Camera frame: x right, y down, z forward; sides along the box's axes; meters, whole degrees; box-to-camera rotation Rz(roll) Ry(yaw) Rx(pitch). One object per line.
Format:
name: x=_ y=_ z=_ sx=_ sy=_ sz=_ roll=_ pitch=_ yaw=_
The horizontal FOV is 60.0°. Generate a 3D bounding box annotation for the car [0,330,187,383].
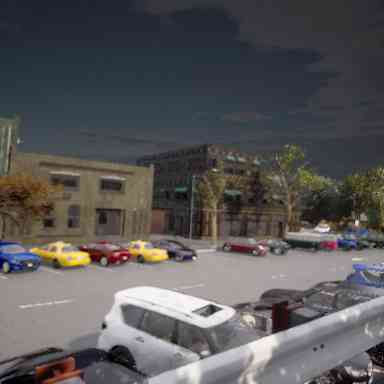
car: x=-2.327 y=3.876 z=6.337 sx=4.792 sy=1.488 sz=2.163 roll=2 pitch=-2 yaw=34

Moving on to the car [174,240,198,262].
car: x=-1.774 y=4.757 z=27.543 sx=4.792 sy=1.488 sz=2.163 roll=1 pitch=-4 yaw=34

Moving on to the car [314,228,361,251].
car: x=17.410 y=6.102 z=41.346 sx=5.566 sy=2.045 sz=2.435 roll=1 pitch=-4 yaw=34

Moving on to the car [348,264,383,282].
car: x=9.981 y=4.638 z=15.116 sx=5.566 sy=2.045 sz=2.435 roll=3 pitch=-2 yaw=34

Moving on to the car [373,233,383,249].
car: x=24.547 y=6.708 z=46.533 sx=5.566 sy=2.045 sz=2.435 roll=1 pitch=-3 yaw=34

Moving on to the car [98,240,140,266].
car: x=-6.589 y=4.319 z=24.109 sx=5.008 sy=1.535 sz=2.097 roll=1 pitch=-3 yaw=34

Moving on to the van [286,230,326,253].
van: x=12.491 y=5.720 z=37.970 sx=4.442 sy=1.987 sz=1.878 roll=1 pitch=-3 yaw=34

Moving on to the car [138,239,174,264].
car: x=-4.352 y=4.517 z=25.927 sx=5.366 sy=1.575 sz=1.946 roll=1 pitch=-3 yaw=34

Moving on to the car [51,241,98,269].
car: x=-9.146 y=4.110 z=22.480 sx=5.366 sy=1.575 sz=1.946 roll=1 pitch=-3 yaw=34

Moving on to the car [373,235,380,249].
car: x=22.192 y=6.788 z=44.789 sx=4.792 sy=1.488 sz=2.163 roll=1 pitch=-4 yaw=34

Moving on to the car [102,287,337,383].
car: x=0.190 y=3.806 z=8.071 sx=5.566 sy=2.045 sz=2.435 roll=3 pitch=-2 yaw=34

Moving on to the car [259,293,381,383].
car: x=2.596 y=4.266 z=9.858 sx=4.892 sy=1.521 sz=2.231 roll=3 pitch=-2 yaw=34

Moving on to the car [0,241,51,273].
car: x=-11.390 y=3.911 z=20.653 sx=5.008 sy=1.535 sz=2.097 roll=1 pitch=-4 yaw=35

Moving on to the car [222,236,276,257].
car: x=5.371 y=5.212 z=32.749 sx=4.553 sy=1.767 sz=2.185 roll=1 pitch=-4 yaw=34

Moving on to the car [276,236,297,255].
car: x=7.792 y=5.542 z=34.452 sx=4.892 sy=1.521 sz=2.231 roll=1 pitch=-3 yaw=34

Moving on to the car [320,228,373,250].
car: x=19.808 y=6.305 z=43.068 sx=5.566 sy=2.045 sz=2.435 roll=1 pitch=-4 yaw=34

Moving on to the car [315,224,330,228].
car: x=26.232 y=7.621 z=67.032 sx=2.435 sy=2.045 sz=5.566 roll=2 pitch=-2 yaw=36

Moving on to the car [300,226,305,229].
car: x=22.943 y=7.889 z=72.163 sx=1.946 sy=1.575 sz=5.366 roll=1 pitch=-2 yaw=36

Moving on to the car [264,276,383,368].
car: x=5.036 y=4.221 z=11.632 sx=5.566 sy=2.045 sz=2.435 roll=3 pitch=-2 yaw=34

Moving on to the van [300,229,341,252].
van: x=14.888 y=5.922 z=39.693 sx=4.442 sy=1.987 sz=1.878 roll=1 pitch=-3 yaw=34
